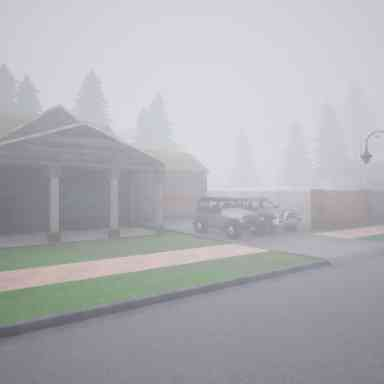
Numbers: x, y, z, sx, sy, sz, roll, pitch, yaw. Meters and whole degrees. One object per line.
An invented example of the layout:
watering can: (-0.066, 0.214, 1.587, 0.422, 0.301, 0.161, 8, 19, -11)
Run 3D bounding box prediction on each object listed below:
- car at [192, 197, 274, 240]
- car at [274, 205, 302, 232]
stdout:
car: (1.684, 1.176, 16.093, 1.905, 1.878, 3.866, 0, 0, -36)
car: (3.494, 1.174, 17.880, 1.932, 1.855, 4.605, 0, 0, -36)
